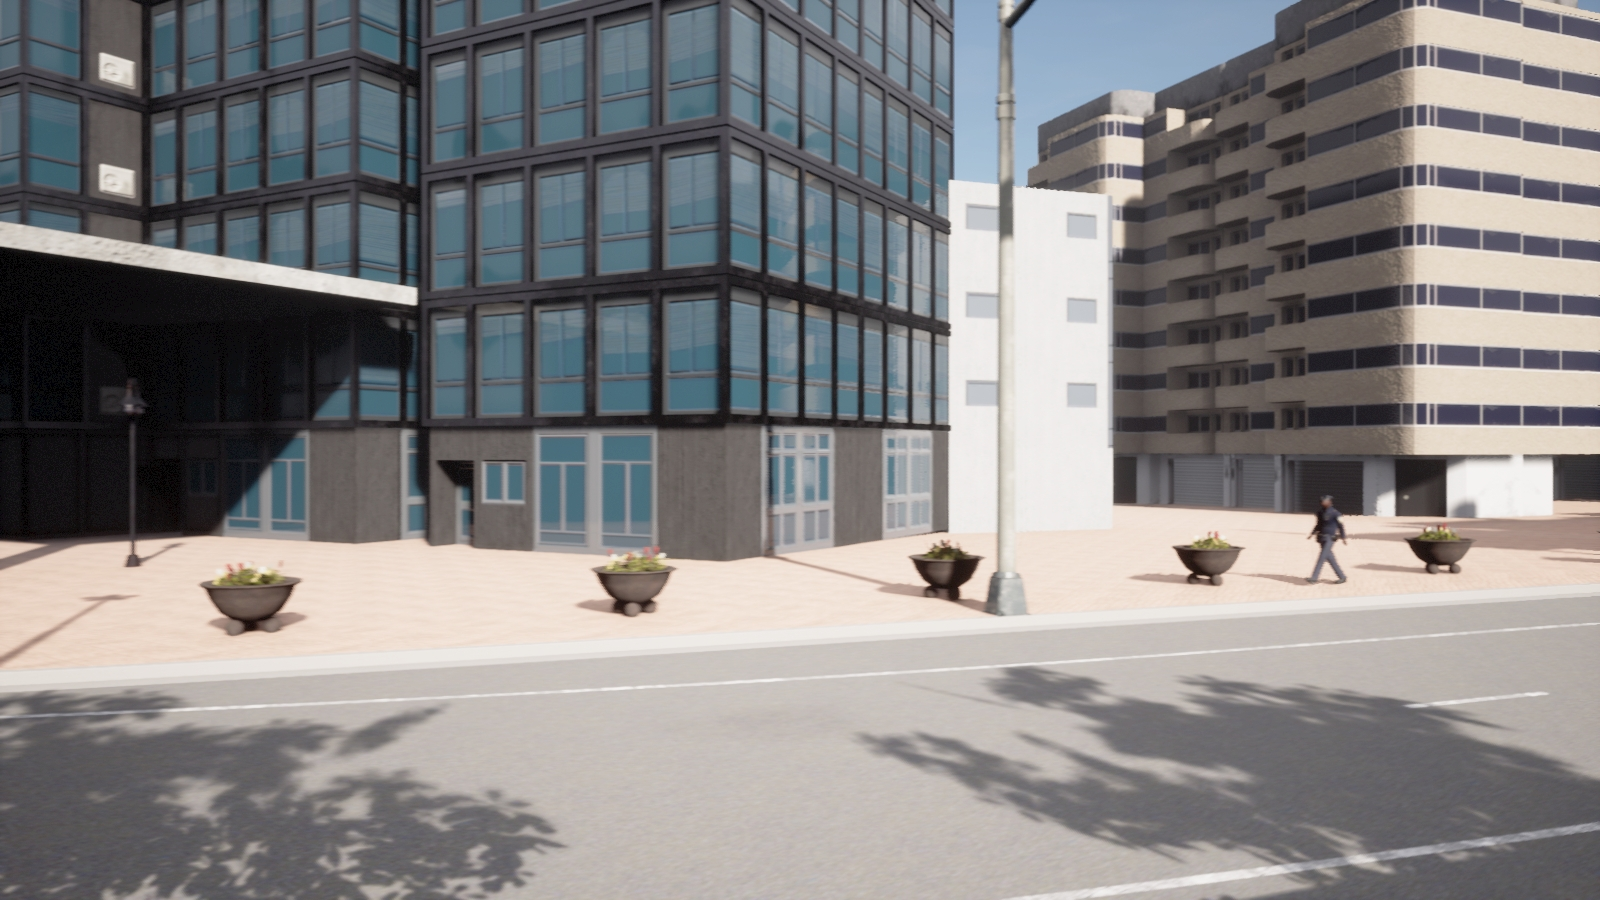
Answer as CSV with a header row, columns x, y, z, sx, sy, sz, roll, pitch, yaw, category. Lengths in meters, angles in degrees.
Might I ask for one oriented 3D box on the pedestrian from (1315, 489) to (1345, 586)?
x,y,z,sx,sy,sz,roll,pitch,yaw,category
10.331,1.694,22.289,0.375,1.860,0.375,0,0,-20,pedestrian
